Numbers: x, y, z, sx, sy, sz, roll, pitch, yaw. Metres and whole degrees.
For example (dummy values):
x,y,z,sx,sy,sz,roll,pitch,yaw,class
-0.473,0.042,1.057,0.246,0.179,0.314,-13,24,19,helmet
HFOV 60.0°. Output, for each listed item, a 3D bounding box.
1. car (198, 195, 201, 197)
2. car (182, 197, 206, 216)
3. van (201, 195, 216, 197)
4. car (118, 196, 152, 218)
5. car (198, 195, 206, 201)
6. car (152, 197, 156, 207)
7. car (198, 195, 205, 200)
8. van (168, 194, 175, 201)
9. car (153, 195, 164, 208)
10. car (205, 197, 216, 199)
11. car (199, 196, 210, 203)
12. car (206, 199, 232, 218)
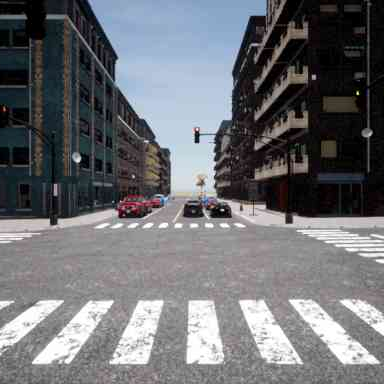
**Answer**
x,y,z,sx,sy,sz,roll,pitch,yaw,class
2.577,1.422,57.959,1.967,1.590,4.097,0,0,0,car
0.111,1.500,32.771,1.837,1.490,4.892,0,0,0,car
2.575,1.330,46.855,1.690,1.788,3.998,0,0,0,van
-5.308,1.311,30.200,2.192,1.841,5.009,0,0,0,car
2.581,1.505,85.719,1.887,1.381,4.507,0,0,0,car
-5.308,1.539,35.752,1.887,1.381,4.507,0,0,0,car
2.582,1.500,91.272,1.887,1.381,4.507,0,0,0,car
-5.298,1.302,85.720,1.690,1.788,3.998,0,0,0,van
-5.305,1.533,46.856,1.887,1.381,4.507,0,0,0,car
2.574,1.573,41.303,1.802,1.307,4.206,0,0,0,car
2.579,1.526,69.063,2.008,1.369,4.403,0,0,0,car
2.572,1.562,30.199,1.947,1.339,4.313,0,0,0,car
